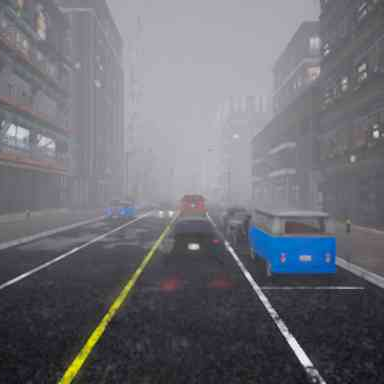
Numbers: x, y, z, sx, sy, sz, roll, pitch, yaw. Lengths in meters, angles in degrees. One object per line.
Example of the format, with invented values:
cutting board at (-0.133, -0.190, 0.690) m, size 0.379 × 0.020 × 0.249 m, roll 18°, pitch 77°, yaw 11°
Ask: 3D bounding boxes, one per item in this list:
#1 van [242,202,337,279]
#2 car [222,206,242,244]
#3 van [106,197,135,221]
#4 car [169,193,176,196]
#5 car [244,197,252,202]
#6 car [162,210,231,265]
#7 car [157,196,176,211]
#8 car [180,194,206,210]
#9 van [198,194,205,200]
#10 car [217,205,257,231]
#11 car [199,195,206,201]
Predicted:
van at (2.697, 1.333, 9.750) m, size 1.690 × 1.788 × 3.998 m, roll 0°, pitch 0°, yaw 0°
car at (2.696, 1.554, 15.411) m, size 1.947 × 1.339 × 4.313 m, roll 0°, pitch 0°, yaw 0°
van at (-5.683, 1.324, 26.735) m, size 1.690 × 1.788 × 3.998 m, roll 0°, pitch 0°, yaw 0°
car at (-5.680, 1.573, 81.785) m, size 1.947 × 1.339 × 4.313 m, roll 0°, pitch 0°, yaw 0°
car at (13.472, 1.593, 69.461) m, size 5.009 × 1.841 × 2.192 m, roll 1°, pitch -1°, yaw -1°
car at (0.071, 1.554, 11.630) m, size 1.994 × 1.385 × 4.181 m, roll 0°, pitch 0°, yaw 0°
car at (-3.084, 1.545, 40.453) m, size 1.994 × 1.385 × 4.181 m, roll 0°, pitch 0°, yaw 0°
car at (0.087, 1.202, 29.680) m, size 2.150 × 2.045 × 5.566 m, roll 0°, pitch 0°, yaw 0°
van at (2.701, 1.363, 93.046) m, size 1.690 × 1.788 × 3.998 m, roll 0°, pitch 0°, yaw 0°
car at (2.696, 1.551, 21.074) m, size 1.947 × 1.339 × 4.313 m, roll 0°, pitch 0°, yaw 0°
car at (2.700, 1.559, 87.414) m, size 1.887 × 1.381 × 4.507 m, roll 0°, pitch 0°, yaw 0°
